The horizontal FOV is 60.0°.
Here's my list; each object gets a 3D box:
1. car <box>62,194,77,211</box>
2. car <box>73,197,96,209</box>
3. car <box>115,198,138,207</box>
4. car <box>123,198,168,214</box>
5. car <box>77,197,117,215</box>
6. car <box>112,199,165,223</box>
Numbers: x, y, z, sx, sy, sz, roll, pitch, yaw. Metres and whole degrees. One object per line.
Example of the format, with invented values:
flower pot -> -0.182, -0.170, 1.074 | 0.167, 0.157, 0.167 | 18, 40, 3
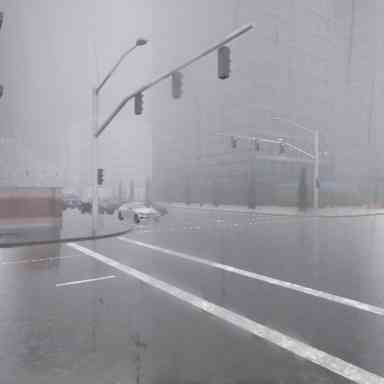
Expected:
car -> -15.414, 1.223, 41.510 | 2.150, 2.045, 5.566 | 0, 0, -36
car -> -15.370, 1.526, 47.479 | 1.812, 1.442, 4.674 | 0, 0, -35
car -> -10.465, 1.601, 52.968 | 1.895, 1.301, 4.718 | 0, 0, -36
car -> -4.360, 1.547, 32.085 | 2.033, 1.411, 5.357 | 0, 0, -36
car -> -9.476, 1.352, 33.222 | 2.097, 1.767, 4.553 | 0, 0, -36
car -> -4.250, 1.526, 25.923 | 1.812, 1.442, 4.674 | 0, 0, -36
